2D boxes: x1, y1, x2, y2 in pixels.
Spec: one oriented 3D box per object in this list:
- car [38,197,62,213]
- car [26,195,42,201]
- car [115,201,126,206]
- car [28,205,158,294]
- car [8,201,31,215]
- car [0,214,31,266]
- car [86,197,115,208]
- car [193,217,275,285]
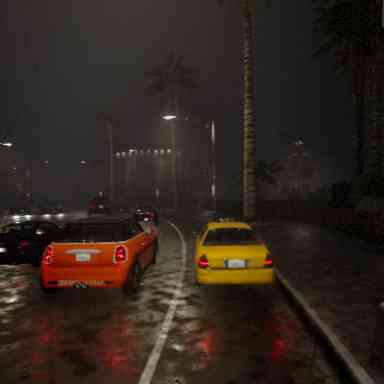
[{"bbox_3d":[-18.127,1.832,42.383,2.097,1.767,4.553,-1,0,-37],"label":"car"},{"bbox_3d":[-38.622,2.247,83.841,4.553,1.767,2.185,-1,0,20],"label":"car"},{"bbox_3d":[-9.605,1.859,41.674,1.837,1.490,4.892,0,-1,-29],"label":"car"},{"bbox_3d":[-2.245,1.432,9.226,2.097,1.767,4.553,-1,0,2],"label":"car"},{"bbox_3d":[-20.809,2.076,40.115,1.994,1.385,4.181,-1,0,-37],"label":"car"},{"bbox_3d":[-5.682,1.708,11.876,1.994,1.385,4.181,-1,0,-1],"label":"car"},{"bbox_3d":[-9.494,1.533,33.771,2.150,2.045,5.566,0,0,-20],"label":"car"},{"bbox_3d":[0.982,1.491,9.532,1.801,1.575,5.366,-1,0,1],"label":"car"}]
